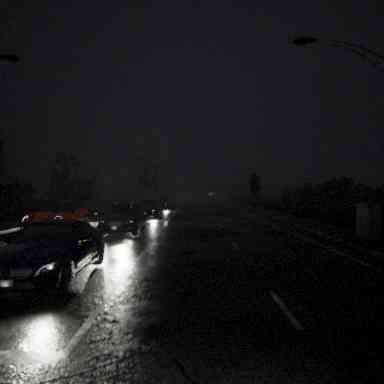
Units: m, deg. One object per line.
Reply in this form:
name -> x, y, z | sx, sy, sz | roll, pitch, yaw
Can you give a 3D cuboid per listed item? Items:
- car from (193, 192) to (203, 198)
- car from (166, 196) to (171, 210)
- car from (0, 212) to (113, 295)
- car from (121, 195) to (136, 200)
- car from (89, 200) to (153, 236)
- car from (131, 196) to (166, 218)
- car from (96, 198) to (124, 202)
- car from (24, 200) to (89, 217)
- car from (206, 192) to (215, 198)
car -> 1.403, 0.979, 90.751 | 1.812, 1.442, 4.674 | 0, 0, 4
car -> -3.548, 1.268, 39.265 | 1.837, 1.490, 4.892 | 0, 1, 1
car -> -3.590, 1.473, 8.688 | 1.812, 1.442, 4.674 | 0, 0, -1
car -> -7.066, 1.132, 36.790 | 2.097, 1.767, 4.553 | 0, 0, 0
car -> -3.595, 1.385, 17.840 | 2.128, 1.511, 4.902 | 0, 0, 0
car -> -3.574, 1.338, 27.927 | 1.837, 1.490, 4.892 | 0, 0, 0
car -> -7.081, 1.405, 26.496 | 1.994, 1.385, 4.181 | 0, 0, 0
car -> -7.095, 1.246, 17.608 | 2.097, 1.767, 4.553 | 0, 0, 0
car -> 4.899, 1.053, 90.579 | 1.895, 1.301, 4.718 | 0, 0, 4
